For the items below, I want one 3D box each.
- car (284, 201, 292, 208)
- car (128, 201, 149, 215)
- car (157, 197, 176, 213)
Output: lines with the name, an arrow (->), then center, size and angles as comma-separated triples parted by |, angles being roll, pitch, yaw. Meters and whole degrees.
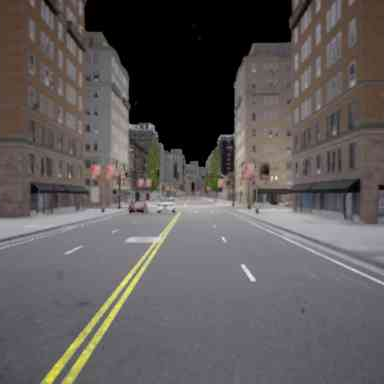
car -> 18.939, 2.056, 61.034 | 4.097, 1.590, 1.967 | 0, 0, 0
car -> -6.531, 1.907, 40.899 | 1.882, 1.535, 5.008 | 0, -1, 0
car -> -3.260, 1.681, 43.381 | 2.150, 2.045, 5.566 | 0, -1, 1
